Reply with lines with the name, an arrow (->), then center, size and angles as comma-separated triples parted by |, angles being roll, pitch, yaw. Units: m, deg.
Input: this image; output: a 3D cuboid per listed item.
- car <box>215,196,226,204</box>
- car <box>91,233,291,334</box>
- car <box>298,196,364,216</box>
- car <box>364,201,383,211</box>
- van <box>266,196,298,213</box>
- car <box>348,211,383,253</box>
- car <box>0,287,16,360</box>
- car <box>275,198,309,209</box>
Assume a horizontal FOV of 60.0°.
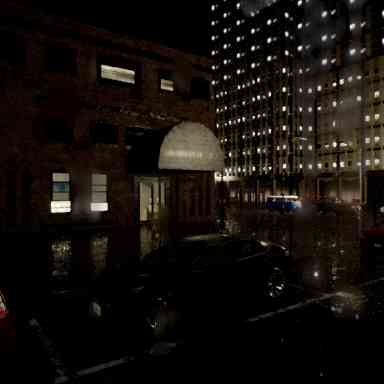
car -> 4.099, 1.437, 59.417 | 1.752, 1.417, 4.829 | 0, 0, -35
car -> 0.199, 1.565, 6.774 | 4.313, 1.339, 1.947 | 0, 0, -35
car -> 13.136, 1.308, 31.748 | 2.192, 1.841, 5.009 | 0, 0, -35
car -> 20.017, 1.499, 36.535 | 2.008, 1.369, 4.403 | 0, 0, -35
van -> 9.972, 1.326, 36.297 | 1.690, 1.788, 3.998 | 0, 0, -35
car -> 8.045, 1.543, 12.440 | 4.507, 1.381, 1.887 | 0, 0, -35
car -> -4.268, 1.440, 3.526 | 4.097, 1.590, 1.967 | 0, 0, -35
car -> 13.689, 1.514, 45.632 | 1.802, 1.307, 4.206 | 0, 0, -35
